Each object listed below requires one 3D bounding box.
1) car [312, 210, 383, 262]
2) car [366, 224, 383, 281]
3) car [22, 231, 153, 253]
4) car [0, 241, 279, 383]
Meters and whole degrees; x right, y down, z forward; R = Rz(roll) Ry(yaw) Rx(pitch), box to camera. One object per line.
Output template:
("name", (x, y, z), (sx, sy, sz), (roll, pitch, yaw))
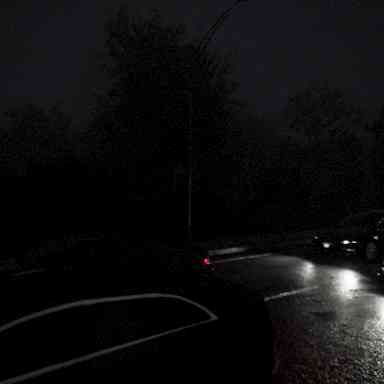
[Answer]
("car", (6.442, 1.434, 11.878), (4.892, 1.490, 1.837), (-1, 1, -29))
("car", (6.892, 1.502, 8.157), (5.357, 1.411, 2.033), (-1, 1, -31))
("car", (-2.081, 1.535, 6.635), (5.357, 1.411, 2.033), (0, 0, -34))
("car", (-1.390, 1.482, 2.821), (4.902, 1.511, 2.128), (1, 0, -35))
